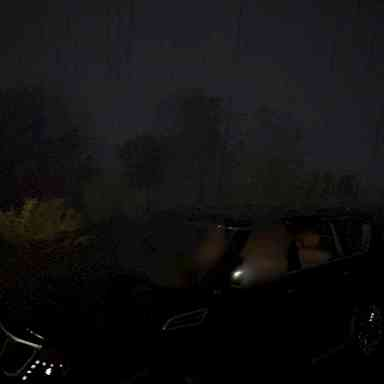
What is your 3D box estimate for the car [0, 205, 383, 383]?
[{"bbox_3d":[0.499,1.229,4.349,5.566,2.045,2.150,0,0,-36],"label":"car"}]
